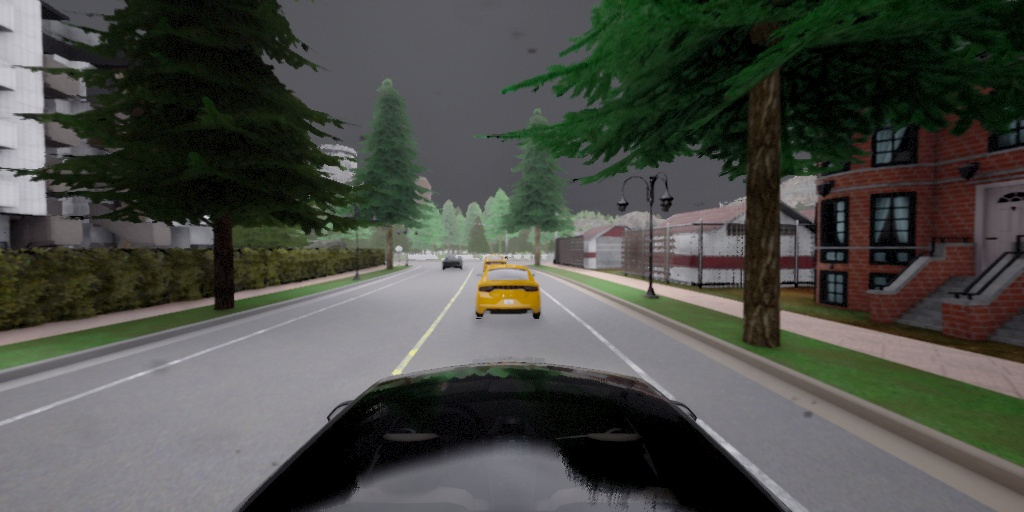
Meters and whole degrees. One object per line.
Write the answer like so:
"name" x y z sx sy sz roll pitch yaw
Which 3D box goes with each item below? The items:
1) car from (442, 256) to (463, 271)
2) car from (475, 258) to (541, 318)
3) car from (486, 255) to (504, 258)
"car" -5.623 0.686 34.240 1.895 1.301 4.718 0 1 -6
"car" -0.173 1.017 11.959 1.882 1.535 5.008 0 1 -2
"car" -1.428 0.655 29.620 1.882 1.535 5.008 0 1 -5
